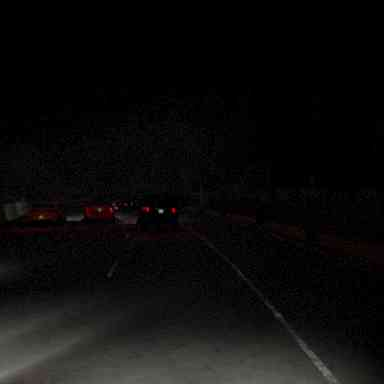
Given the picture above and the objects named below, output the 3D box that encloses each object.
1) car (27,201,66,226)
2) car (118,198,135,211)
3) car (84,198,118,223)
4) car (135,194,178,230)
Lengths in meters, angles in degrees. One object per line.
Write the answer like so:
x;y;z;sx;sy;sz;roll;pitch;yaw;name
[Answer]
-9.941;1.389;23.047;1.882;1.535;5.008;0;0;-13;car
-7.538;1.377;38.760;2.033;1.411;5.357;0;0;-21;car
-6.835;1.247;24.888;2.097;1.767;4.553;0;0;-14;car
-2.219;1.126;20.657;2.150;2.045;5.566;0;0;-11;car
